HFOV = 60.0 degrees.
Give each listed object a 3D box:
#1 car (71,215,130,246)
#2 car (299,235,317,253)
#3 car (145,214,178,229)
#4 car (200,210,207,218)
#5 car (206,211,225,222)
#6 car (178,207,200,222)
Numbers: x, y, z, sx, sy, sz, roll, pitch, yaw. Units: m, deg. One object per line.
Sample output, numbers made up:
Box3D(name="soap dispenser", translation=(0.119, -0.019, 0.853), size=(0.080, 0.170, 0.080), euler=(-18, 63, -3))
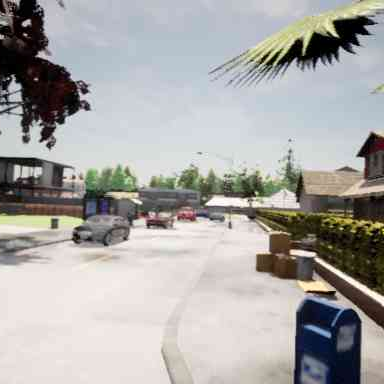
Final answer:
Box3D(name="car", translation=(-4.920, 2.052, 18.611), size=(2.128, 1.511, 4.902), euler=(2, -2, 8))
Box3D(name="car", translation=(7.684, 2.310, 15.000), size=(5.357, 1.415, 2.033), euler=(2, -2, 11))
Box3D(name="car", translation=(-3.040, 2.787, 32.115), size=(1.895, 1.301, 4.718), euler=(2, -2, 8))
Box3D(name="car", translation=(2.285, 4.027, 60.254), size=(5.008, 1.535, 1.882), euler=(2, -2, 8))
Box3D(name="car", translation=(3.883, 3.825, 51.432), size=(1.994, 1.385, 4.181), euler=(2, -2, 11))
Box3D(name="car", translation=(-0.703, 3.213, 48.134), size=(2.150, 2.045, 5.566), euler=(2, -2, 8))
